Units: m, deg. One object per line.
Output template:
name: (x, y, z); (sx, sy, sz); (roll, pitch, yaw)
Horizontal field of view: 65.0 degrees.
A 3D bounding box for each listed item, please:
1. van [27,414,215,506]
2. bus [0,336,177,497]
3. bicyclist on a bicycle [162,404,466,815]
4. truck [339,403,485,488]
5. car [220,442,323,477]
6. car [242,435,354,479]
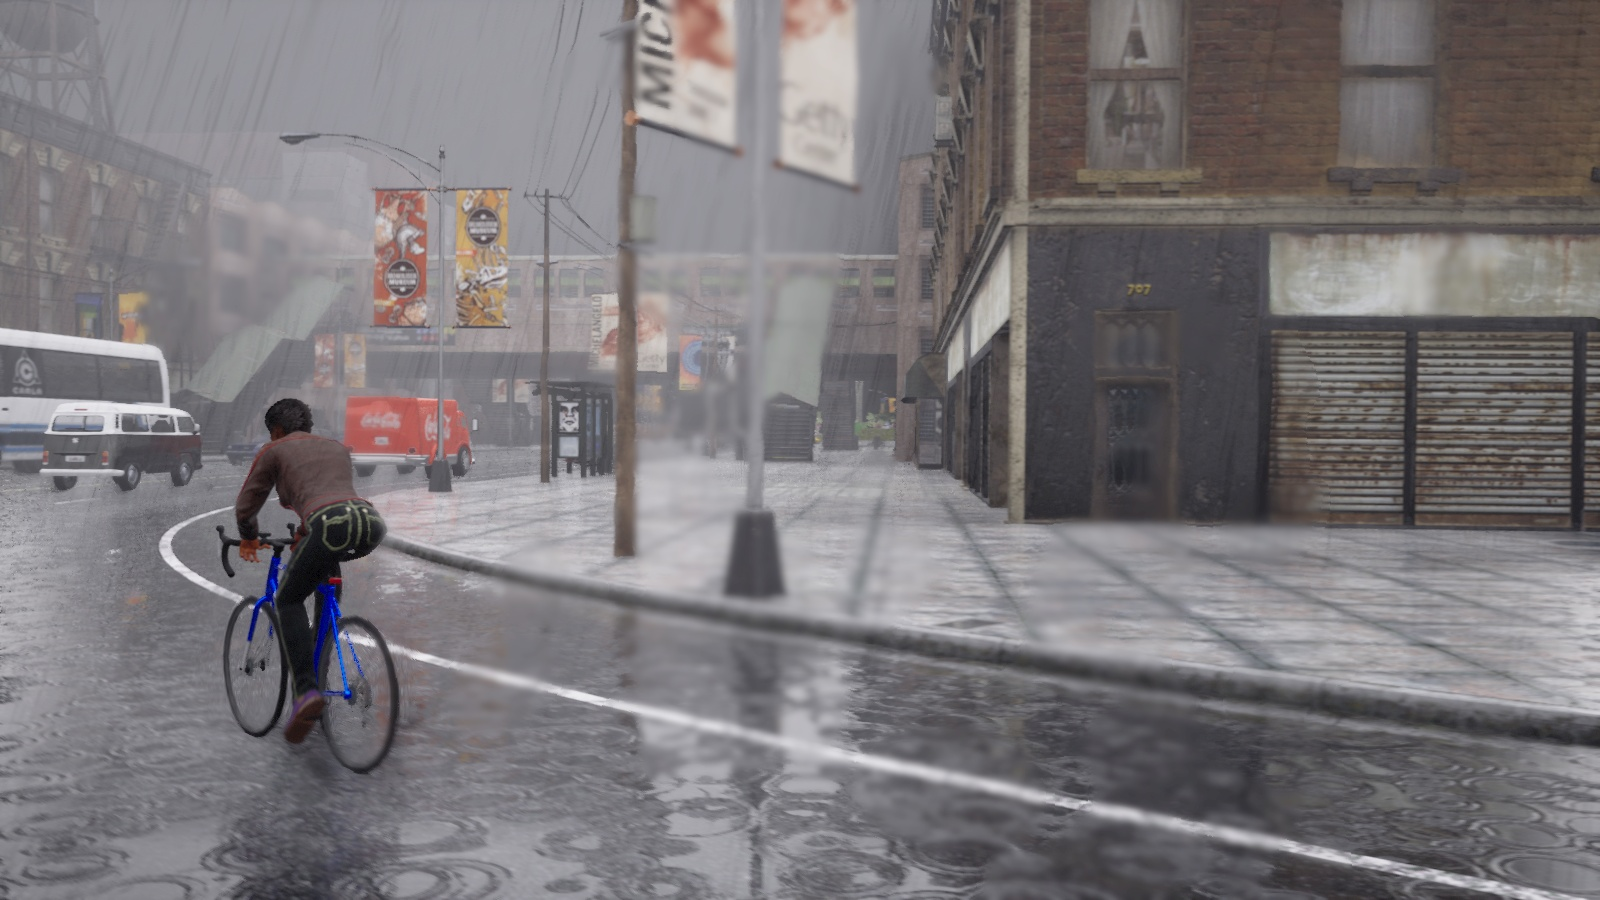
van: (-16.237, 0.201, 30.338); (2.069, 2.038, 4.480); (-1, 1, 0)
bus: (-22.887, -0.918, 36.257); (3.944, 4.253, 10.273); (0, 1, 5)
bicyclist on a bicycle: (-2.249, 0.630, 5.712); (1.656, 1.620, 0.582); (0, 0, 42)
truck: (-12.070, -0.164, 39.532); (2.627, 2.467, 5.204); (0, 1, 5)
car: (-21.589, 0.350, 51.520); (1.895, 1.301, 4.718); (0, 1, 5)
car: (-18.500, 0.235, 46.516); (2.007, 1.525, 4.514); (0, 1, 5)
